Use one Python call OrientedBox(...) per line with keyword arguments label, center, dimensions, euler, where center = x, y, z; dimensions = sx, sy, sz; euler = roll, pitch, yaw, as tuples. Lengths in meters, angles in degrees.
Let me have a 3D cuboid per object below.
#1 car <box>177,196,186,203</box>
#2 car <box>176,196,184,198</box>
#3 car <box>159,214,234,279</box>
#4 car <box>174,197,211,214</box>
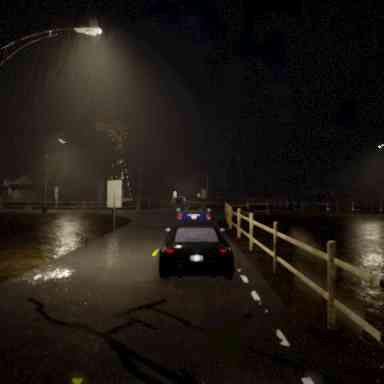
OrientedBox(label="car", center=(-2.719, 1.855, 86.422), dimensions=(2.097, 1.767, 4.553), euler=(0, -1, 0))
OrientedBox(label="car", center=(-2.728, 1.838, 70.910), dimensions=(1.882, 1.535, 5.008), euler=(0, 0, 0))
OrientedBox(label="car", center=(0.105, 1.585, 10.123), dimensions=(1.994, 1.385, 4.181), euler=(0, 0, 0))
OrientedBox(label="car", center=(0.102, 1.408, 20.309), dimensions=(2.097, 1.767, 4.553), euler=(0, 0, 0))
